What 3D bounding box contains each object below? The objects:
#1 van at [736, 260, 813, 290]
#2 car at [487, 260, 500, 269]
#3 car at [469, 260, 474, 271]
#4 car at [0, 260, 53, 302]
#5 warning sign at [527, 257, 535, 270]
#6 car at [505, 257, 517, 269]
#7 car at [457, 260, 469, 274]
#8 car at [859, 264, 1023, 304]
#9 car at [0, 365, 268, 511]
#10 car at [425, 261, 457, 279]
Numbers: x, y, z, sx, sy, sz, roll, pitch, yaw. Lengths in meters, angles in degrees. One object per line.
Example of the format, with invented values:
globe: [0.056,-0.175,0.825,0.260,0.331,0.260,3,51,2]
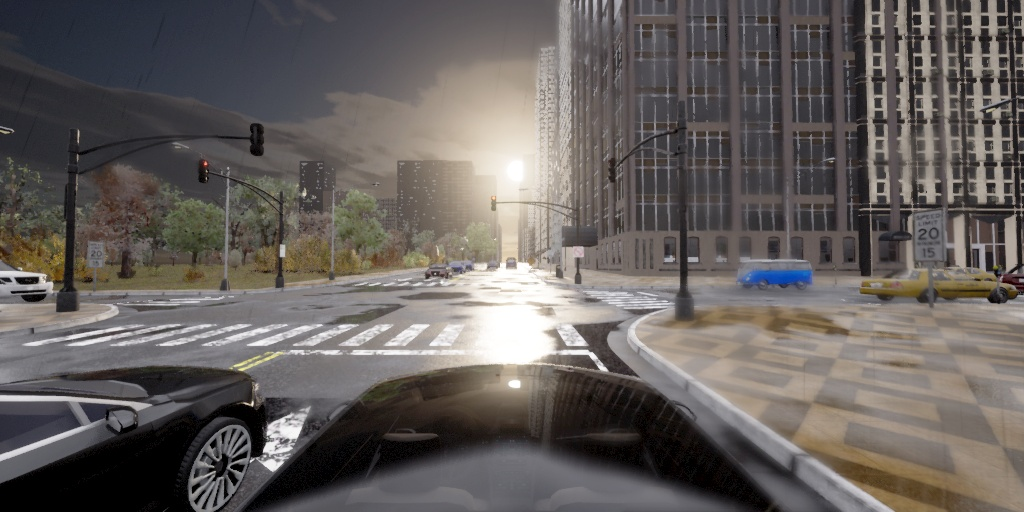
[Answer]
van: [15.888,1.122,21.778,3.998,1.789,1.690,0,0,-1]
car: [-3.326,1.500,62.647,2.033,1.411,5.357,0,0,0]
car: [-6.740,1.378,53.619,1.882,1.535,5.008,0,0,0]
car: [-23.575,1.057,15.455,5.566,2.045,2.150,0,-2,-1]
warning sign: [2.709,1.000,50.679,1.300,1.860,1.060,0,0,0]
car: [-0.081,1.438,63.746,1.882,1.535,5.008,0,-1,0]
car: [-6.717,1.329,43.386,1.882,1.535,5.008,0,0,0]
car: [16.292,1.075,13.761,4.829,1.417,1.751,0,0,-1]
car: [-3.143,1.241,1.308,2.128,1.511,4.902,0,0,0]
car: [-6.686,1.379,33.256,1.994,1.385,4.181,0,0,0]
